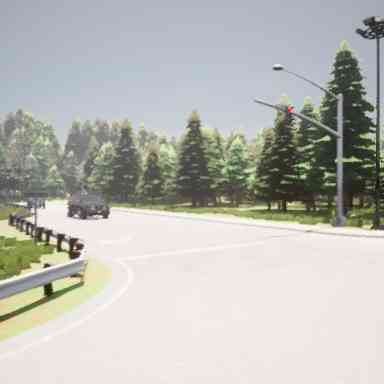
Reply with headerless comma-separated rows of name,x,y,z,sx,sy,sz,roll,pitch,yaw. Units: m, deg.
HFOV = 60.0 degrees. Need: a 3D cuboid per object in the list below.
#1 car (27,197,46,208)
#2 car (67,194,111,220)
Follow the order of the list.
car,-21.721,1.489,46.436,1.837,1.490,4.892,0,0,-34
car,-8.850,1.200,28.221,2.150,2.045,5.566,0,0,-36
